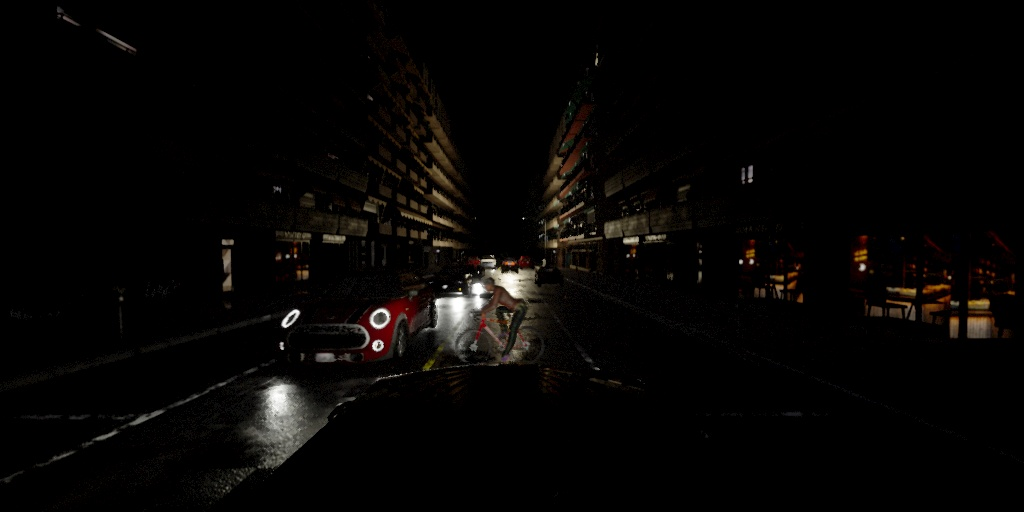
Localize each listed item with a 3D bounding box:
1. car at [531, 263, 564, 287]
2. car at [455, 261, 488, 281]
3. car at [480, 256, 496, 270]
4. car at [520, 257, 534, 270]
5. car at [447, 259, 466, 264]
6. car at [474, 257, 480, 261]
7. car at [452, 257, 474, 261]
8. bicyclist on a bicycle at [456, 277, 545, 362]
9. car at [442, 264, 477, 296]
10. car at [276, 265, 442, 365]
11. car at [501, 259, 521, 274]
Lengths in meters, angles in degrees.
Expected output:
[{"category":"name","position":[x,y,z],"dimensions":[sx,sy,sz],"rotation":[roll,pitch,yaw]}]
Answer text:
[{"category":"car","position":[2.473,1.326,24.080],"dimensions":[1.802,1.307,4.207],"rotation":[0,0,-1]},{"category":"car","position":[-3.292,1.342,29.803],"dimensions":[1.895,1.301,4.718],"rotation":[0,0,0]},{"category":"car","position":[-3.539,0.950,53.367],"dimensions":[2.150,2.045,5.566],"rotation":[0,0,0]},{"category":"car","position":[2.217,1.043,52.400],"dimensions":[2.192,1.841,5.009],"rotation":[0,0,-1]},{"category":"car","position":[-5.976,1.264,35.102],"dimensions":[1.751,1.417,4.829],"rotation":[0,0,0]},{"category":"car","position":[-6.130,1.274,52.266],"dimensions":[1.888,1.381,4.507],"rotation":[0,0,-1]},{"category":"car","position":[-6.028,1.051,40.936],"dimensions":[2.192,1.841,5.009],"rotation":[0,0,0]},{"category":"bicyclist on a bicycle","position":[-0.237,1.203,6.599],"dimensions":[1.656,1.620,0.582],"rotation":[-2,0,0]},{"category":"car","position":[-3.229,1.310,19.384],"dimensions":[1.994,1.385,4.181],"rotation":[0,0,0]},{"category":"car","position":[-3.141,1.101,8.222],"dimensions":[2.097,1.767,4.553],"rotation":[0,0,-1]},{"category":"car","position":[-0.236,1.337,40.778],"dimensions":[1.895,1.301,4.718],"rotation":[0,0,0]}]
